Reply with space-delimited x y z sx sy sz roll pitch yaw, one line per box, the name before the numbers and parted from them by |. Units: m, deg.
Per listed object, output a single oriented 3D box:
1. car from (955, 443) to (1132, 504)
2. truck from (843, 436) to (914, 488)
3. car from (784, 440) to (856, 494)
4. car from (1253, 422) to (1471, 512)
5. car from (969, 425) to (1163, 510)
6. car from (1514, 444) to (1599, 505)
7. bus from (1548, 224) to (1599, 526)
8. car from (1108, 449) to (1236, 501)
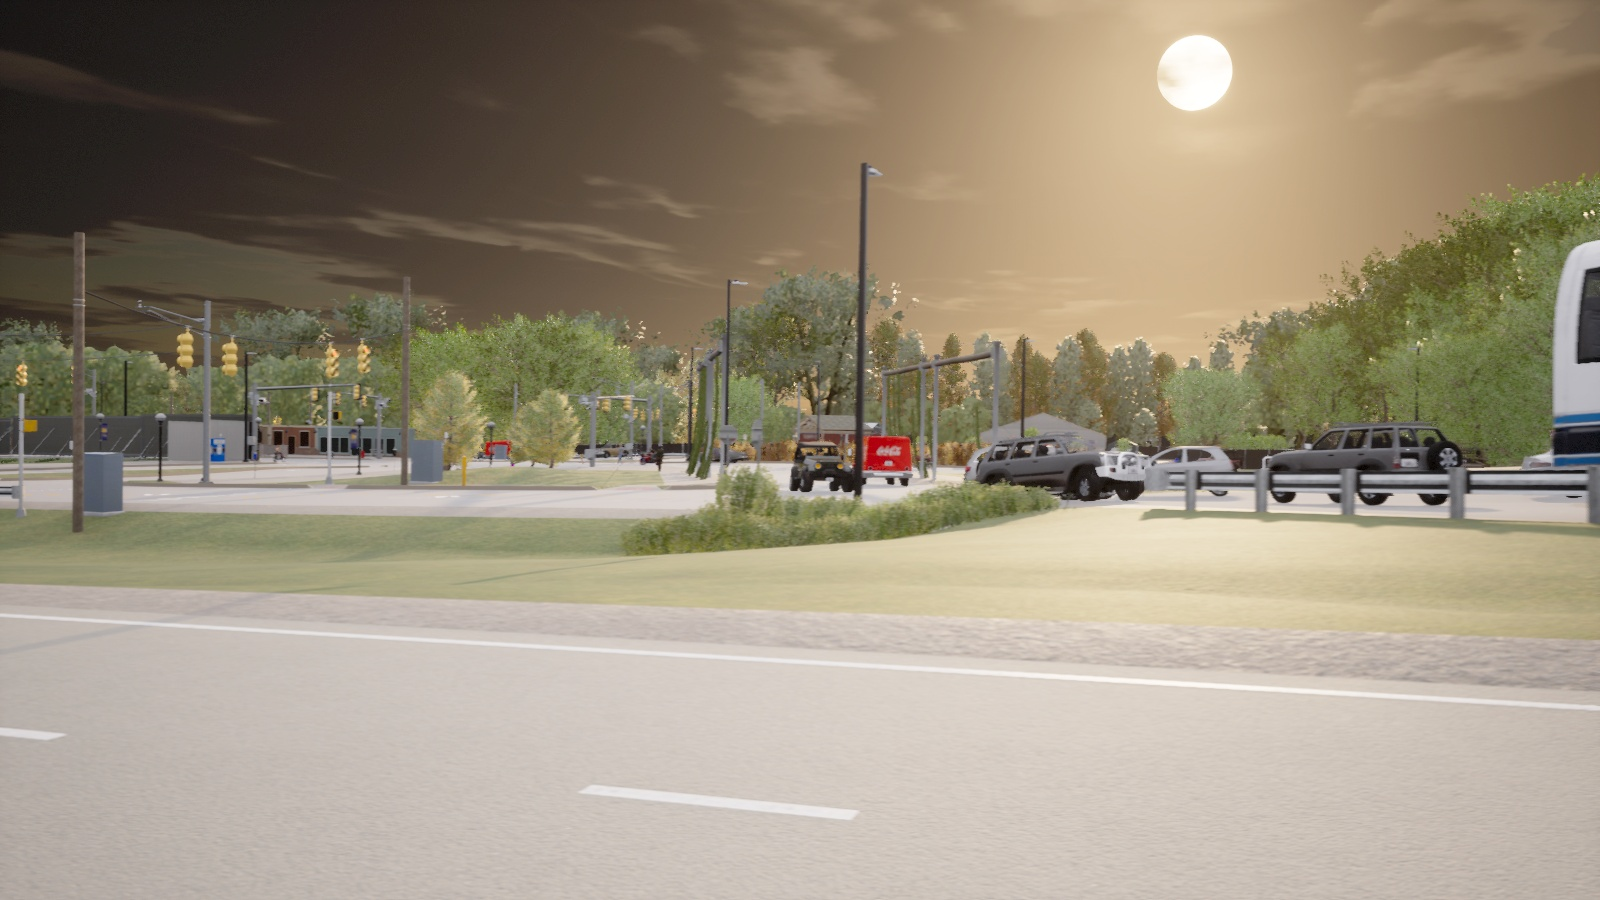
car | 7.155 0.661 37.172 4.611 1.667 2.242 0 1 40
truck | 3.954 0.594 64.173 2.627 2.467 5.204 1 0 -7
car | 0.709 0.628 46.665 1.905 1.878 3.866 1 -1 -11
car | 12.549 0.407 28.408 1.932 1.855 4.605 1 -2 -18
car | 6.755 0.521 32.359 1.932 1.855 4.605 2 -6 -40
car | 20.703 0.575 31.381 4.674 1.442 1.812 -2 0 19
bus | 14.557 -1.136 14.203 3.944 4.253 10.273 3 -3 -20
car | 11.302 0.762 38.127 3.633 1.501 1.845 -1 0 19
